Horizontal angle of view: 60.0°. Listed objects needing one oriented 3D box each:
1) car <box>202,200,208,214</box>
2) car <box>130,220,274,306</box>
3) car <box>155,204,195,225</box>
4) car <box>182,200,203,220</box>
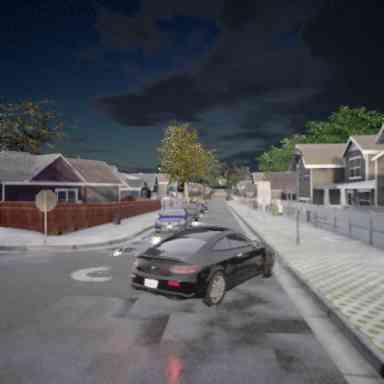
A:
[{"bbox_3d":[0.513,1.889,39.702,1.994,1.385,4.181,0,-1,4],"label":"car"},{"bbox_3d":[0.496,1.585,8.236,1.812,1.442,4.674,1,1,34],"label":"car"},{"bbox_3d":[-1.037,1.684,20.546,1.812,1.442,4.674,0,0,5],"label":"car"},{"bbox_3d":[-0.291,1.740,29.723,1.837,1.490,4.892,0,-1,5],"label":"car"}]
